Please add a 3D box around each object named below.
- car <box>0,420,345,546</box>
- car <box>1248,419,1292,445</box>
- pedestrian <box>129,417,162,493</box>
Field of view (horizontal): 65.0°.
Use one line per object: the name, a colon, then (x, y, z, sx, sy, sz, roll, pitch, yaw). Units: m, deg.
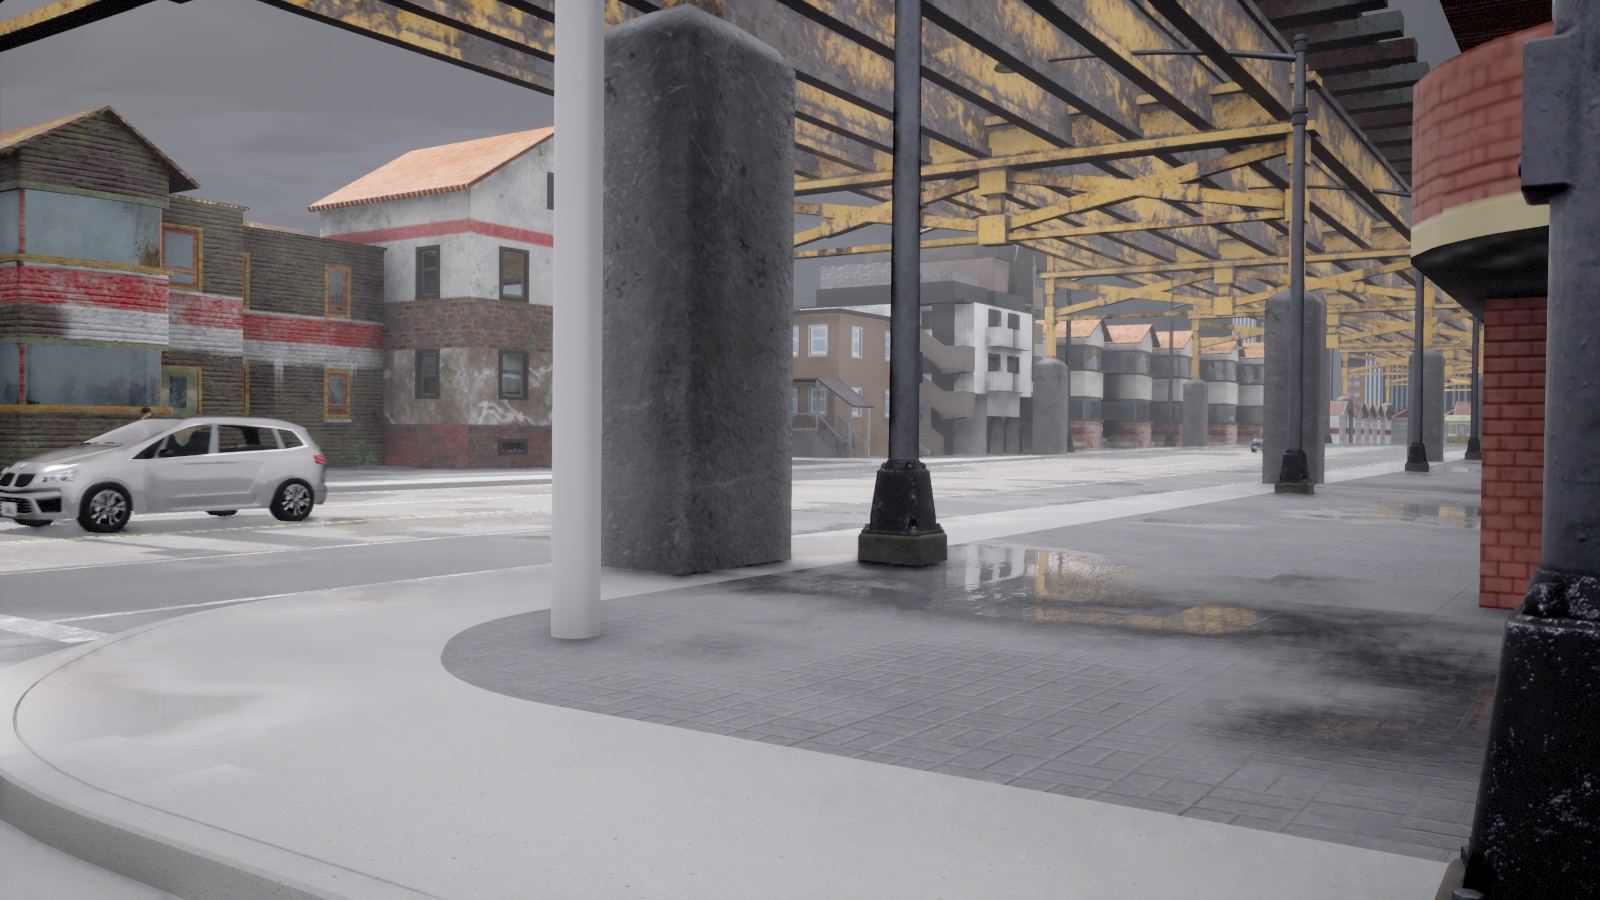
car: (-9.641, 0.403, 19.171, 2.242, 1.667, 4.611, 0, 1, 33)
car: (29.427, -1.112, 78.584, 1.789, 1.549, 3.705, 0, 2, 33)
pedestrian: (-15.984, 0.123, 30.654, 0.345, 1.836, 0.594, 0, 1, 38)
